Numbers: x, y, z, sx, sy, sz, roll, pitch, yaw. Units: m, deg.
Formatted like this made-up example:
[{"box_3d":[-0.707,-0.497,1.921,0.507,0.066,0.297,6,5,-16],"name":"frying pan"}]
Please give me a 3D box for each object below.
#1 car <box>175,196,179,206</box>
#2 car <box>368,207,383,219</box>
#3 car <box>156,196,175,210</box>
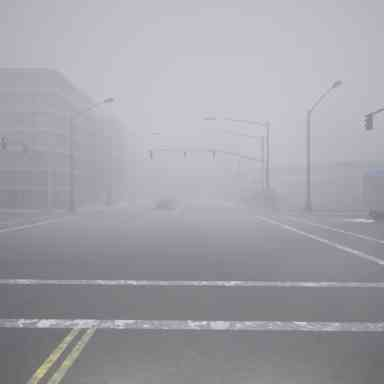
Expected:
[{"box_3d":[-3.588,1.478,53.729,1.882,1.535,5.008,0,0,0],"name":"car"},{"box_3d":[16.404,1.564,26.446,4.181,1.385,1.994,0,0,0],"name":"car"},{"box_3d":[-3.597,1.478,43.472,1.882,1.535,5.008,0,0,0],"name":"car"}]
